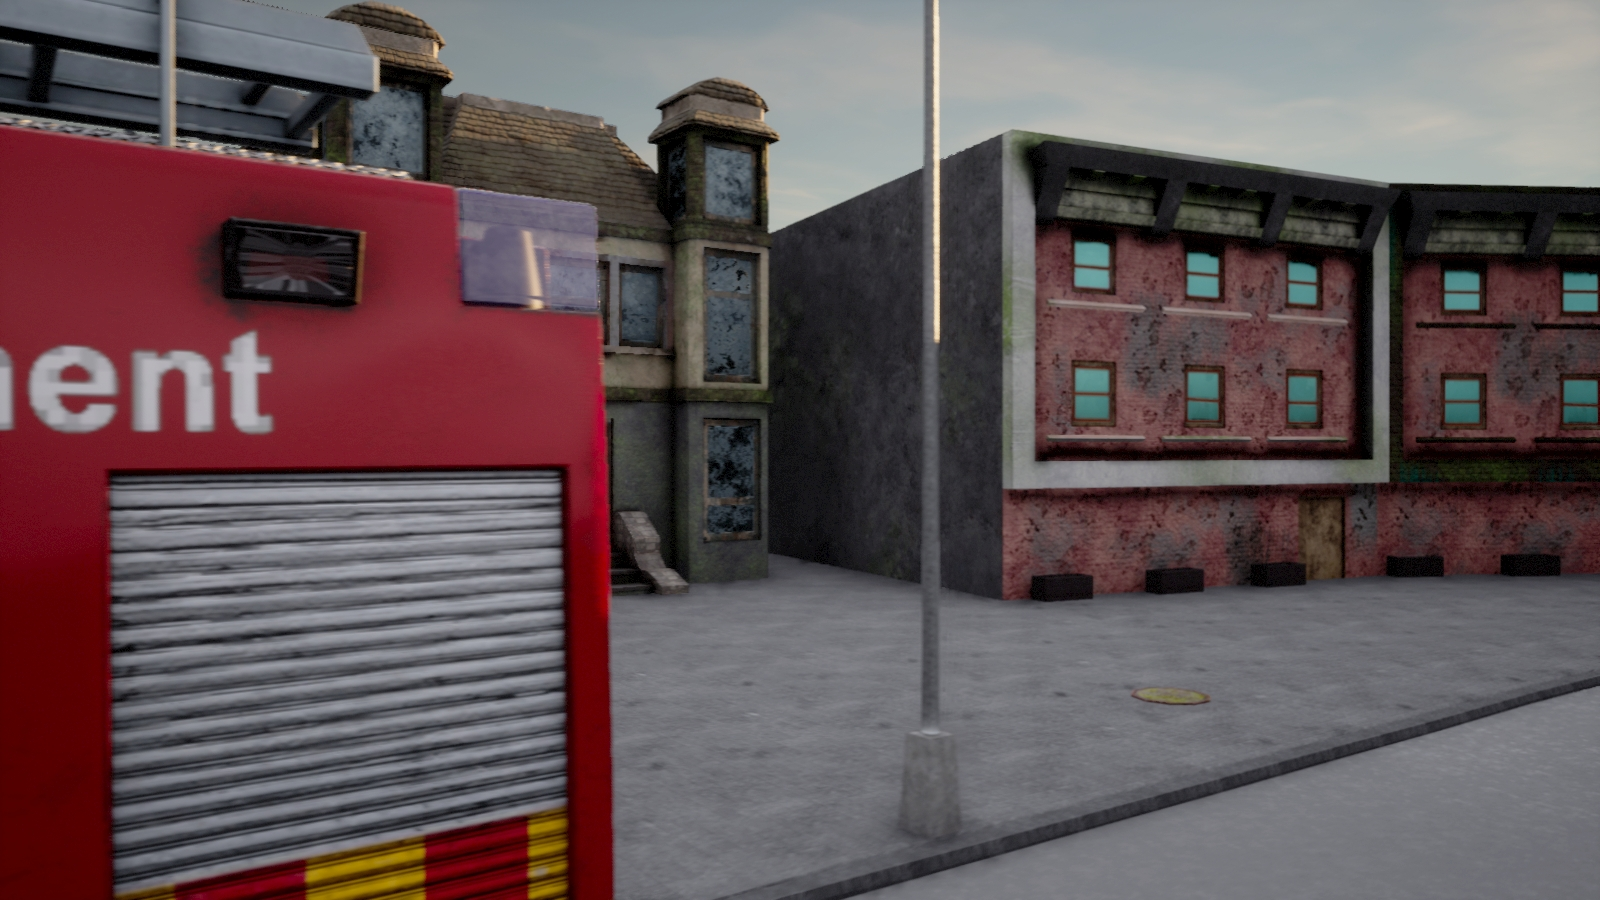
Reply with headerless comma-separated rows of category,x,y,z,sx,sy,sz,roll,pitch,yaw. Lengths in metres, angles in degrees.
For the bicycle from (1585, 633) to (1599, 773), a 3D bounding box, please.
bicycle,7.187,2.037,9.276,1.487,1.080,0.859,0,0,-34
